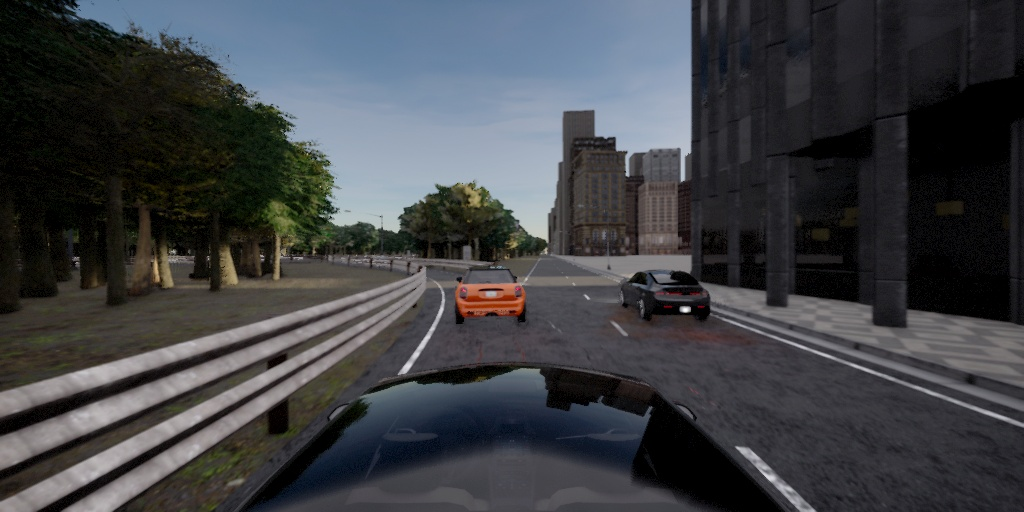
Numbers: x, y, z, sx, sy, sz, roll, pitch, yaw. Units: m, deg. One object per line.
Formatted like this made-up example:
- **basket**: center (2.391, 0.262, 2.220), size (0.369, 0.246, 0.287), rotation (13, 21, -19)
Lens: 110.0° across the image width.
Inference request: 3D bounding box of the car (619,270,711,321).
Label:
- **car**: center (5.001, 1.222, 12.312), size (1.837, 1.490, 4.892), rotation (0, 0, 5)

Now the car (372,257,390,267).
- **car**: center (-21.249, 0.966, 58.411), size (1.837, 1.490, 4.892), rotation (-1, 1, -41)

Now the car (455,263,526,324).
- **car**: center (-0.827, 1.102, 12.292), size (2.097, 1.767, 4.553), rotation (-1, 0, -6)
